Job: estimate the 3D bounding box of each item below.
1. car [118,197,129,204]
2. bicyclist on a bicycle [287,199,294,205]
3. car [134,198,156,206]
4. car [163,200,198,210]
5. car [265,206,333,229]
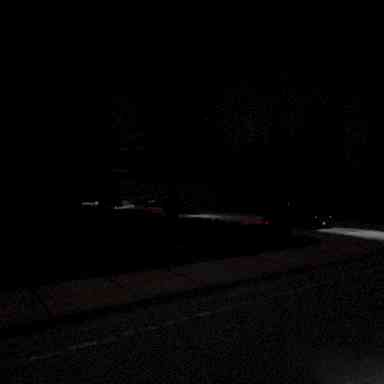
[{"bbox_3d":[-12.994,1.651,59.126,2.033,1.411,5.357,0,0,-34],"label":"car"},{"bbox_3d":[9.627,1.496,32.464,1.656,1.620,0.582,22,-28,-26],"label":"bicyclist on a bicycle"},{"bbox_3d":[-7.190,1.594,50.714,2.128,1.511,4.902,0,0,-34],"label":"car"},{"bbox_3d":[-1.276,1.555,35.621,1.882,1.535,5.008,0,0,-34],"label":"car"},{"bbox_3d":[7.147,1.670,22.798,1.895,1.301,4.718,0,0,-32],"label":"car"}]
